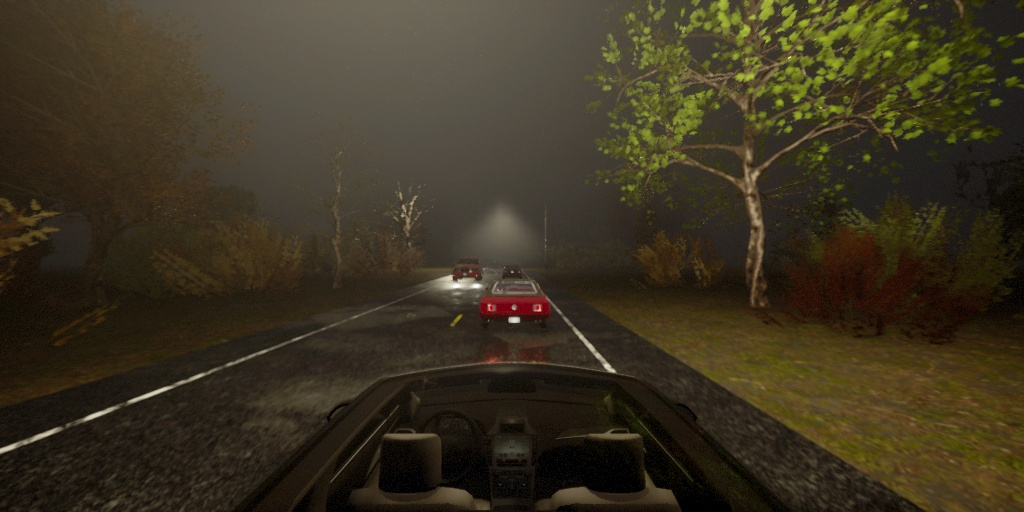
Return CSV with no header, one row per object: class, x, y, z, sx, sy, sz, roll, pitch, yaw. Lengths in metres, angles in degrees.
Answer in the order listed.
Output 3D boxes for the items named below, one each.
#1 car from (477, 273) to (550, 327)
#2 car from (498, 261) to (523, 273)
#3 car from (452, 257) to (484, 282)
car,0.070,1.396,11.612,1.895,1.301,4.718,0,0,0
car,0.009,1.435,33.285,2.033,1.411,5.357,0,0,0
car,-3.685,1.101,30.727,2.150,2.045,5.566,0,0,0
